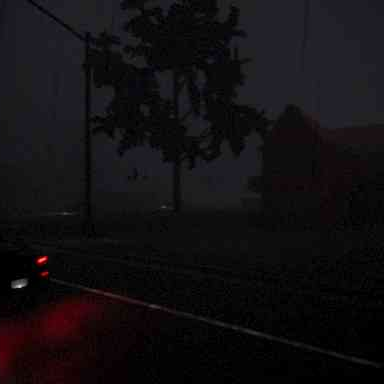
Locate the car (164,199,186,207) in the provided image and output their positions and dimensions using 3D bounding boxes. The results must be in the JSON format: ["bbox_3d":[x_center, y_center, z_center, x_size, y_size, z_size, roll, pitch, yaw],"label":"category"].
[{"bbox_3d":[-2.788,1.736,54.841,1.994,1.385,4.181,0,0,34],"label":"car"}]

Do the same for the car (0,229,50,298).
[{"bbox_3d":[-5.101,1.561,7.608,4.674,1.442,1.812,0,0,36],"label":"car"}]

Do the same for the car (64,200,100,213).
[{"bbox_3d":[-13.112,1.705,39.674,1.994,1.385,4.181,0,0,34],"label":"car"}]
